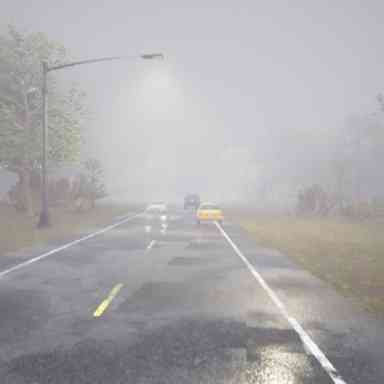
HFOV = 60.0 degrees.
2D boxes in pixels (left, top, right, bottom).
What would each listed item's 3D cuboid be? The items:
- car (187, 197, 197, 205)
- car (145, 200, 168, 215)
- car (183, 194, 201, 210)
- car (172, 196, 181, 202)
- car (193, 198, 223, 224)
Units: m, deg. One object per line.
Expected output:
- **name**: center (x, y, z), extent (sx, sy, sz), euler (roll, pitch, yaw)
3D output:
- **car**: center (0.010, 1.639, 60.491), extent (1.812, 1.442, 4.674), euler (0, 0, 0)
- **car**: center (-3.586, 1.556, 34.570), extent (1.812, 1.442, 4.674), euler (0, 0, 0)
- **car**: center (0.026, 1.275, 44.425), extent (2.150, 2.045, 5.566), euler (0, 0, 0)
- **car**: center (-3.488, 1.620, 75.723), extent (1.812, 1.442, 4.674), euler (0, 0, 0)
- **car**: center (1.229, 1.474, 24.723), extent (1.801, 1.575, 5.366), euler (0, 0, 0)
